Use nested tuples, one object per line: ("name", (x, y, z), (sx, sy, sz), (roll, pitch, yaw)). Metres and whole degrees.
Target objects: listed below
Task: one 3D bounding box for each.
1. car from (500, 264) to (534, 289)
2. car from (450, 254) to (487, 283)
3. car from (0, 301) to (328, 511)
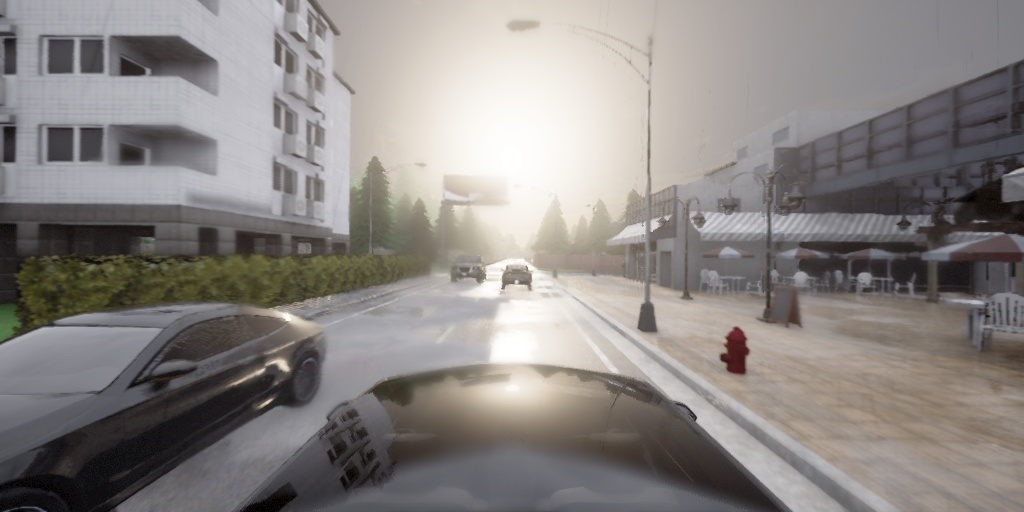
("car", (0.314, 1.228, 22.623), (1.837, 1.490, 4.892), (1, 0, 1))
("car", (-3.146, 0.900, 27.082), (2.150, 2.045, 5.566), (1, 0, 2))
("car", (-3.599, 1.234, 3.440), (1.812, 1.442, 4.674), (1, 0, 1))
